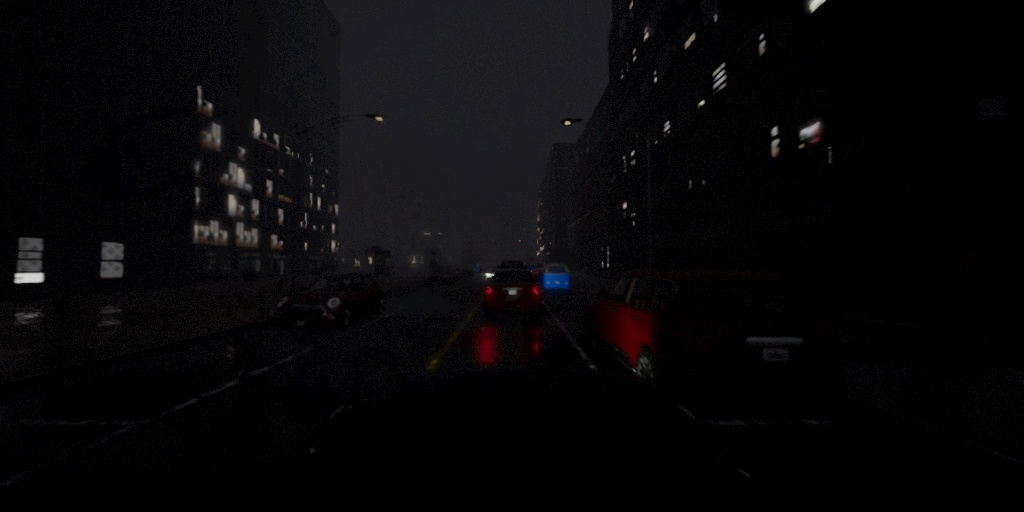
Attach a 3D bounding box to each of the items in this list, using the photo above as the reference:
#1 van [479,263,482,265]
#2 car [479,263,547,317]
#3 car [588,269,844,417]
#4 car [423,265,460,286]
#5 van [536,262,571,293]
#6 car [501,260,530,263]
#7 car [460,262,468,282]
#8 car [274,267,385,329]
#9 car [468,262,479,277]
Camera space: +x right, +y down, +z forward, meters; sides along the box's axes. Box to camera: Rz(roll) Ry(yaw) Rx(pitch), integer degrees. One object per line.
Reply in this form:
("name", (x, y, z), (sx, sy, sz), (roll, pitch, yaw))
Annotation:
("van", (-5.662, 1.722, 51.181), (1.690, 1.789, 3.998), (0, 0, 0))
("car", (0.043, 1.266, 14.115), (2.097, 1.767, 4.553), (0, -1, 0))
("car", (2.690, 1.122, 6.047), (2.192, 1.841, 5.009), (0, 0, 0))
("car", (-5.665, 1.541, 28.599), (1.967, 1.591, 4.097), (0, 0, 0))
("van", (2.689, 1.371, 22.985), (1.690, 1.789, 3.998), (0, 0, 0))
("car", (0.034, 1.319, 28.126), (2.150, 2.045, 5.566), (0, 0, 1))
("car", (-5.660, 1.613, 34.245), (1.967, 1.591, 4.097), (0, 0, 0))
("car", (-5.694, 1.322, 11.662), (1.967, 1.591, 4.097), (0, 0, 0))
("car", (-5.661, 1.858, 45.535), (1.888, 1.381, 4.507), (0, 0, 0))
